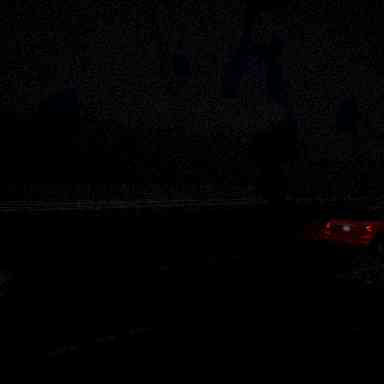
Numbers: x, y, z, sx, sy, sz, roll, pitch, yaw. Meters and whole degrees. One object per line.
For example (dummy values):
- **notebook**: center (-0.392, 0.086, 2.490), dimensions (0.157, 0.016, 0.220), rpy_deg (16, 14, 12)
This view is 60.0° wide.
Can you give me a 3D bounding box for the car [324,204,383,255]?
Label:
- **car**: center (7.411, 1.354, 13.469), dimensions (4.553, 1.767, 2.097), rpy_deg (0, 0, -36)
